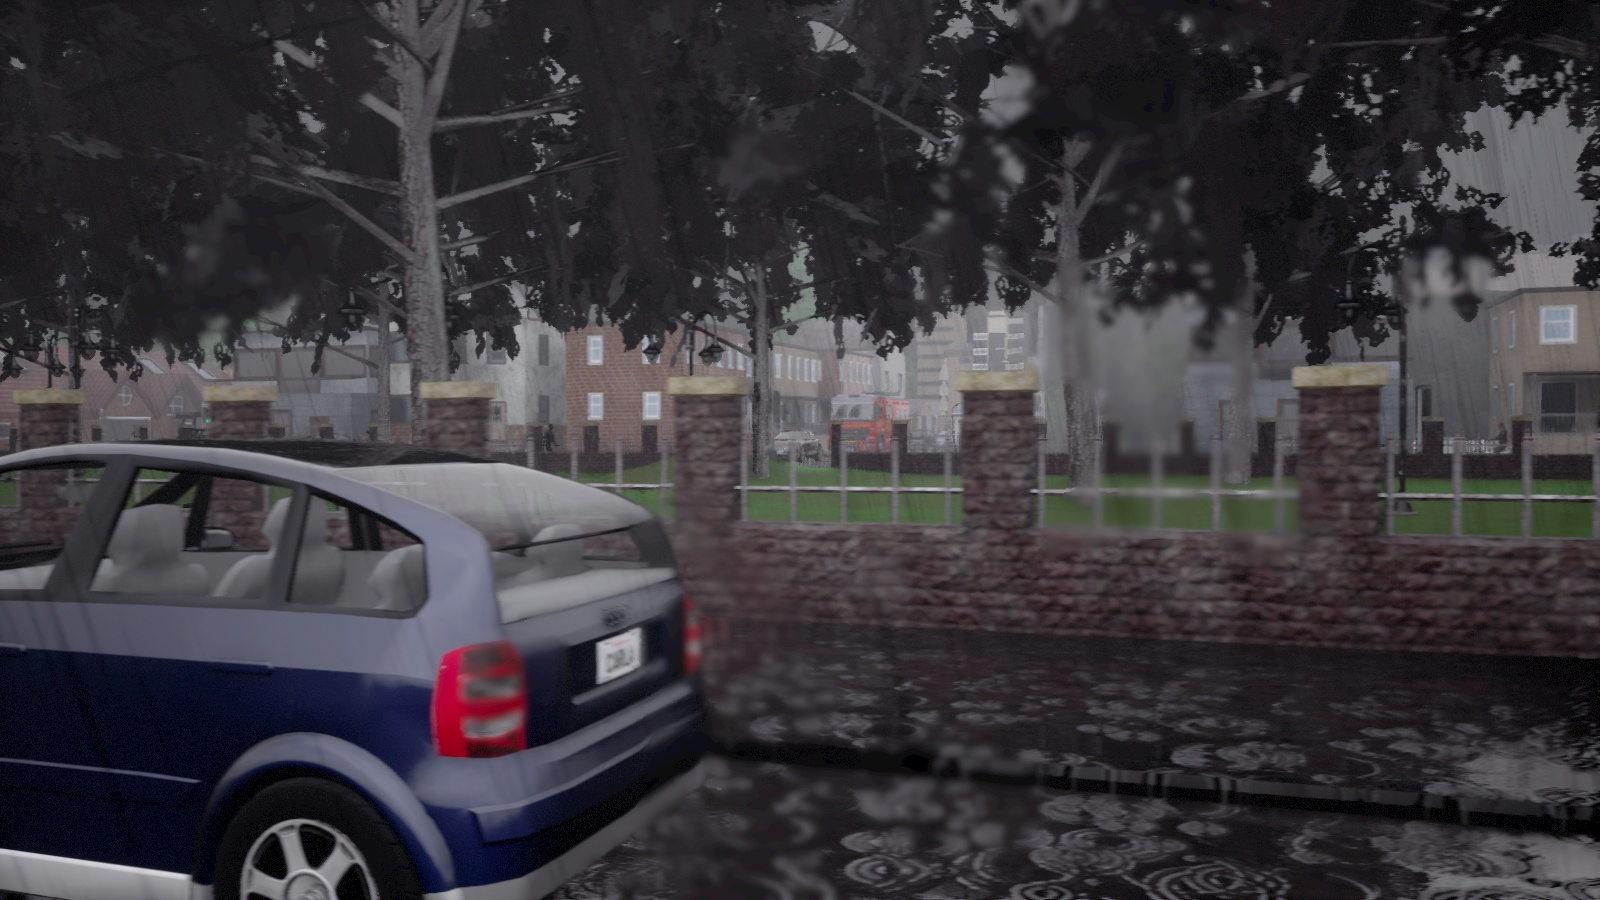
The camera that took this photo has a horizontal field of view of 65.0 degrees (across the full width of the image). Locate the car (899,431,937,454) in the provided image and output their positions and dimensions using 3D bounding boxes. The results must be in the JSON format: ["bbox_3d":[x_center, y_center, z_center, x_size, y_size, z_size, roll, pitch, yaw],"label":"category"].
[{"bbox_3d":[8.201,-0.553,86.729,1.789,1.549,3.705,1,1,19],"label":"car"}]

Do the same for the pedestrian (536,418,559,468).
[{"bbox_3d":[-9.893,-0.290,49.238,0.788,1.949,0.423,1,1,19],"label":"pedestrian"}]

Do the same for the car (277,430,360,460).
[{"bbox_3d":[-24.549,-0.277,64.034,3.633,1.501,1.845,1,1,19],"label":"car"}]

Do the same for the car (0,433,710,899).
[{"bbox_3d":[-2.385,0.724,4.523,3.705,1.549,1.789,1,1,19],"label":"car"}]

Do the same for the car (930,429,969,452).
[{"bbox_3d":[11.528,-0.746,96.545,2.033,1.649,4.856,1,1,19],"label":"car"}]

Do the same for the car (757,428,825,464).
[{"bbox_3d":[-0.382,-0.224,61.130,2.033,1.649,4.856,0,1,17],"label":"car"}]

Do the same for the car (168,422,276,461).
[{"bbox_3d":[-28.042,-0.438,60.953,4.605,1.855,1.932,0,1,17],"label":"car"}]

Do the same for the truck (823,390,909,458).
[{"bbox_3d":[4.050,-1.515,74.453,2.891,3.827,8.468,1,1,19],"label":"truck"}]
